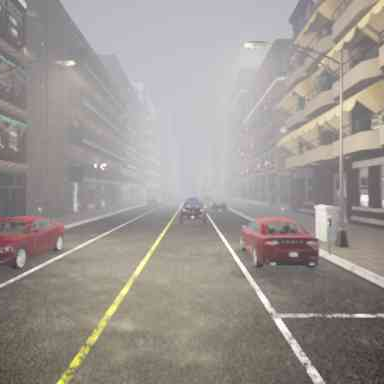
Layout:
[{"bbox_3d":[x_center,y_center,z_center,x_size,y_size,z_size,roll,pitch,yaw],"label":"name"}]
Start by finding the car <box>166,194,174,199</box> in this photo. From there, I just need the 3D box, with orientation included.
[{"bbox_3d":[-5.828,1.220,89.712,1.752,1.417,4.829,0,0,0],"label":"car"}]

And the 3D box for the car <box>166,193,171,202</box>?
[{"bbox_3d":[-5.794,1.316,67.338,1.887,1.381,4.507,0,0,0],"label":"car"}]

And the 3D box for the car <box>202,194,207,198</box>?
[{"bbox_3d":[2.605,1.336,56.244,1.752,1.417,4.829,0,0,0],"label":"car"}]

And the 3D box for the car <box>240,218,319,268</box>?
[{"bbox_3d":[2.673,1.508,10.985,1.887,1.381,4.507,0,0,0],"label":"car"}]

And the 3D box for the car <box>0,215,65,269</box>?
[{"bbox_3d":[-5.707,1.508,10.977,1.887,1.381,4.507,0,0,0],"label":"car"}]

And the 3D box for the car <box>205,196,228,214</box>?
[{"bbox_3d":[2.639,1.439,33.529,2.008,1.369,4.403,0,0,0],"label":"car"}]

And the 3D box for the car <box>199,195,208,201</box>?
[{"bbox_3d":[2.578,1.334,72.983,1.802,1.307,4.206,0,0,0],"label":"car"}]

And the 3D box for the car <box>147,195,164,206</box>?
[{"bbox_3d":[-5.768,1.381,50.429,2.008,1.369,4.403,0,0,0],"label":"car"}]

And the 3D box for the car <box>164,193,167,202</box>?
[{"bbox_3d":[-5.777,1.361,56.066,2.008,1.369,4.403,0,0,0],"label":"car"}]

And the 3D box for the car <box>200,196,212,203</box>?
[{"bbox_3d":[2.595,1.357,61.711,1.947,1.339,4.313,0,0,0],"label":"car"}]

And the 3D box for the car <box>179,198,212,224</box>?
[{"bbox_3d":[0.063,1.411,23.781,2.128,1.511,4.902,0,0,0],"label":"car"}]

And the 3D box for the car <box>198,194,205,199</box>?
[{"bbox_3d":[2.553,1.276,89.892,1.802,1.307,4.206,0,0,0],"label":"car"}]

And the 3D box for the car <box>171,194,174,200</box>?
[{"bbox_3d":[-5.810,1.048,78.610,2.192,1.841,5.009,0,0,0],"label":"car"}]

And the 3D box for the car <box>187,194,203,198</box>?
[{"bbox_3d":[0.037,1.339,41.338,1.882,1.535,5.008,0,0,0],"label":"car"}]
